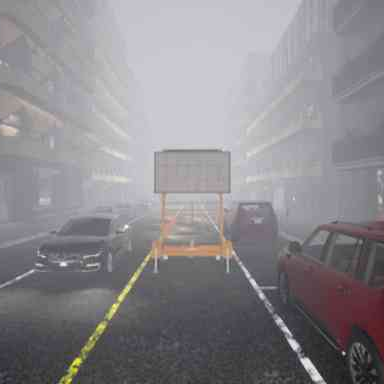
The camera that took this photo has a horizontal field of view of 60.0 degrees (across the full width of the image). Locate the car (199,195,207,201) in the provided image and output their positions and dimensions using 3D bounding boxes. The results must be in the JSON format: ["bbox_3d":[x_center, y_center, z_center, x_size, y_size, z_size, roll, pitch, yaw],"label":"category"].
[{"bbox_3d":[2.749,1.423,83.166,2.008,1.369,4.403,-1,0,0],"label":"car"}]

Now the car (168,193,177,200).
[{"bbox_3d":[-5.624,1.171,94.405,2.192,1.841,5.009,-1,0,0],"label":"car"}]

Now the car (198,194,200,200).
[{"bbox_3d":[2.745,1.446,77.562,1.947,1.339,4.313,-1,0,0],"label":"car"}]

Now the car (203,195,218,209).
[{"bbox_3d":[2.716,1.455,44.120,1.752,1.417,4.829,-1,0,0],"label":"car"}]

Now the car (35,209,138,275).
[{"bbox_3d":[-3.092,1.488,10.426,1.837,1.490,4.892,0,0,0],"label":"car"}]

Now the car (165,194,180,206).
[{"bbox_3d":[-2.955,1.442,54.239,2.128,1.511,4.902,0,0,0],"label":"car"}]

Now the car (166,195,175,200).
[{"bbox_3d":[-5.626,1.415,88.802,2.008,1.369,4.403,-1,0,0],"label":"car"}]

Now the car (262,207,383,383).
[{"bbox_3d":[2.680,1.307,4.736,2.192,1.841,5.009,-1,0,0],"label":"car"}]

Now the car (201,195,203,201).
[{"bbox_3d":[2.721,1.487,49.553,1.947,1.339,4.313,-1,0,0],"label":"car"}]

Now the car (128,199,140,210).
[{"bbox_3d":[-5.677,1.538,27.180,1.802,1.307,4.206,-1,0,0],"label":"car"}]

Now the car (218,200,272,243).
[{"bbox_3d":[2.690,1.289,15.940,2.192,1.841,5.009,-1,0,0],"label":"car"}]

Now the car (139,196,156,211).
[{"bbox_3d":[-5.668,1.490,38.385,2.008,1.369,4.403,-1,0,0],"label":"car"}]

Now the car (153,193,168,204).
[{"bbox_3d":[-5.653,1.220,60.792,2.192,1.841,5.009,-1,0,0],"label":"car"}]

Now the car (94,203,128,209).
[{"bbox_3d":[-5.682,1.547,21.578,1.802,1.307,4.206,-1,0,0],"label":"car"}]

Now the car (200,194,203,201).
[{"bbox_3d":[2.724,1.353,55.154,1.967,1.590,4.097,-1,0,0],"label":"car"}]

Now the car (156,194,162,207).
[{"bbox_3d":[-5.659,1.472,49.588,2.008,1.369,4.403,-1,0,0],"label":"car"}]

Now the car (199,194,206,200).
[{"bbox_3d":[2.754,1.389,88.937,1.752,1.417,4.829,-1,0,0],"label":"car"}]

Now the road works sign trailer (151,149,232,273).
[{"bbox_3d":[0.012,0.447,10.586,2.380,3.560,2.880,0,0,1],"label":"road works sign trailer"}]
